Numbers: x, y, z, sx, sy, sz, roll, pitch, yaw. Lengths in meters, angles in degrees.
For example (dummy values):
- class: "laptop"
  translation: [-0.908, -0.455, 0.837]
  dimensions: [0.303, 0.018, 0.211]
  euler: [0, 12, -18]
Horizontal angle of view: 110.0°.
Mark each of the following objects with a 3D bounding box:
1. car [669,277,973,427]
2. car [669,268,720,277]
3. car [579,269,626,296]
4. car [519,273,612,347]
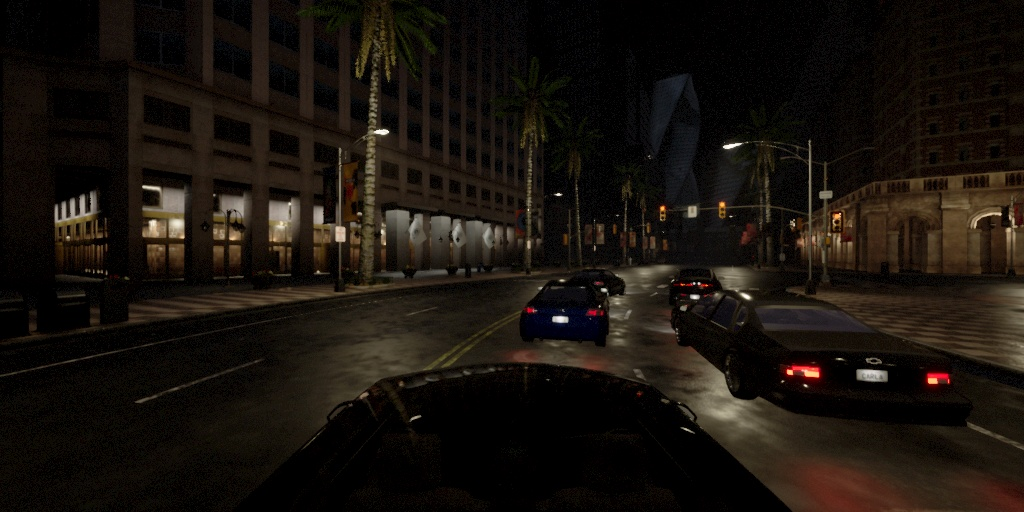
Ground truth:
- class: "car"
  translation: [4.256, 1.297, 6.214]
  dimensions: [2.033, 1.411, 5.357]
  euler: [0, 0, 11]
- class: "car"
  translation: [7.827, 1.253, 15.283]
  dimensions: [1.837, 1.490, 4.892]
  euler: [0, 0, 28]
- class: "car"
  translation: [4.129, 1.312, 17.474]
  dimensions: [1.994, 1.385, 4.181]
  euler: [0, 0, 32]
- class: "car"
  translation: [1.548, 1.313, 9.529]
  dimensions: [1.994, 1.385, 4.181]
  euler: [0, 0, 15]
